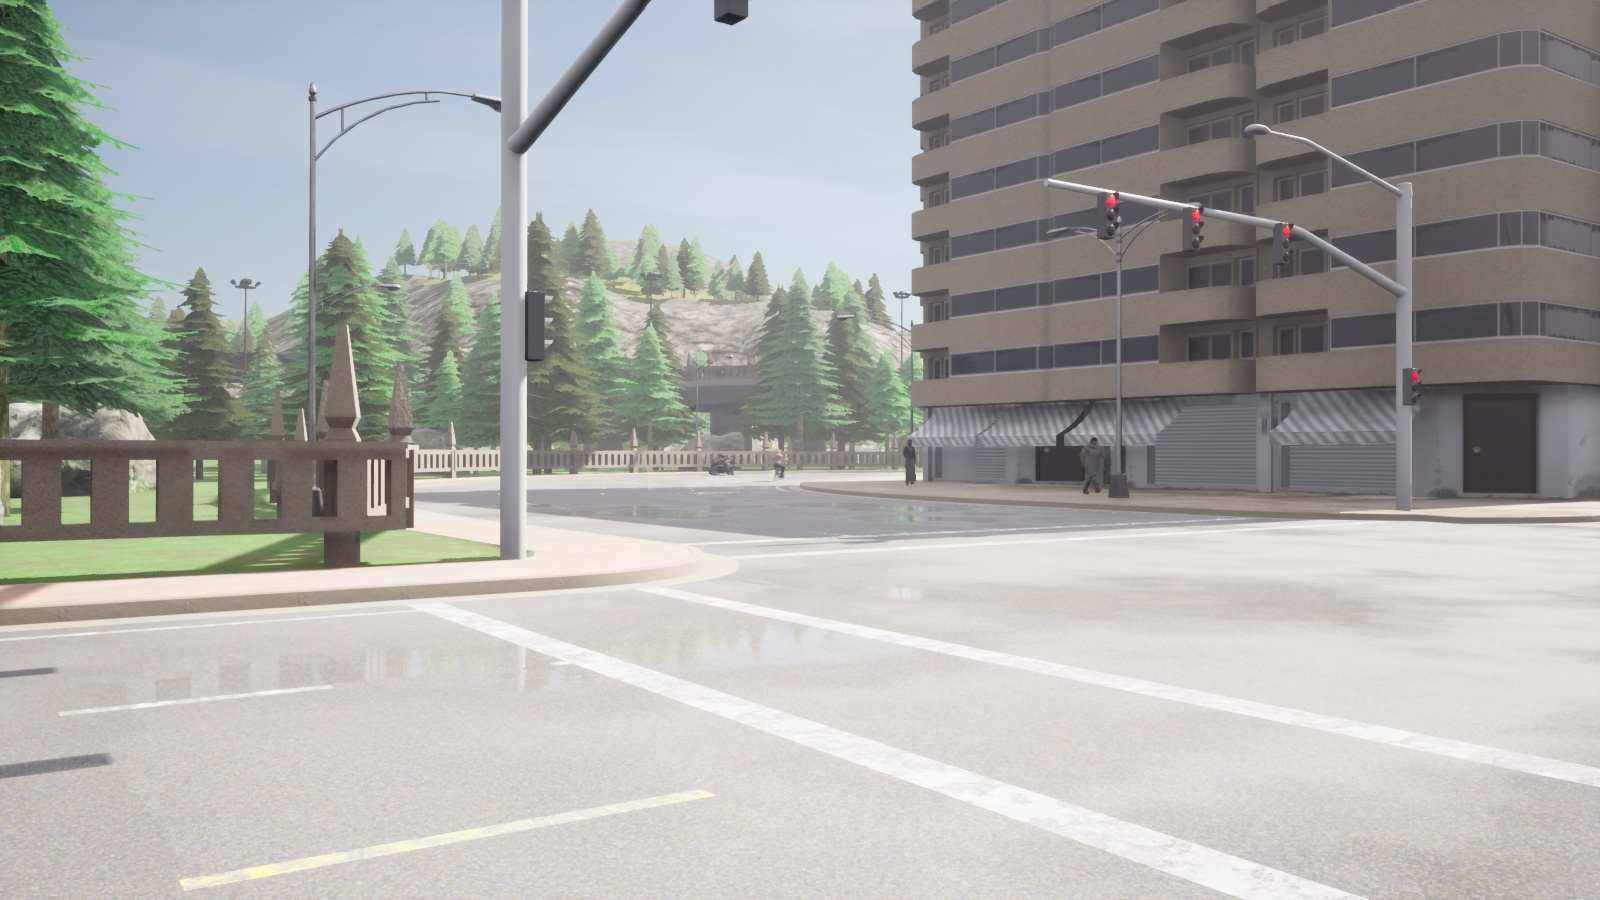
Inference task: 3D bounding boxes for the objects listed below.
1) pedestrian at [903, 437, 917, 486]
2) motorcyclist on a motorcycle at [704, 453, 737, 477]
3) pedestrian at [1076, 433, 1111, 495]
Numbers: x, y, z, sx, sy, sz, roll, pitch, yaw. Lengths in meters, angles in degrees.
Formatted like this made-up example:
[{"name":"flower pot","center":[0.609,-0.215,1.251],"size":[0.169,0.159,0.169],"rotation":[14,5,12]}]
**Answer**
[{"name":"pedestrian","center":[4.378,0.456,49.935],"size":[0.402,1.930,0.666],"rotation":[0,0,-8]},{"name":"motorcyclist on a motorcycle","center":[-4.940,0.927,78.518],"size":[0.866,1.530,2.191],"rotation":[0,0,37]},{"name":"pedestrian","center":[9.299,0.430,39.802],"size":[0.659,1.952,0.873],"rotation":[0,0,-23]}]
